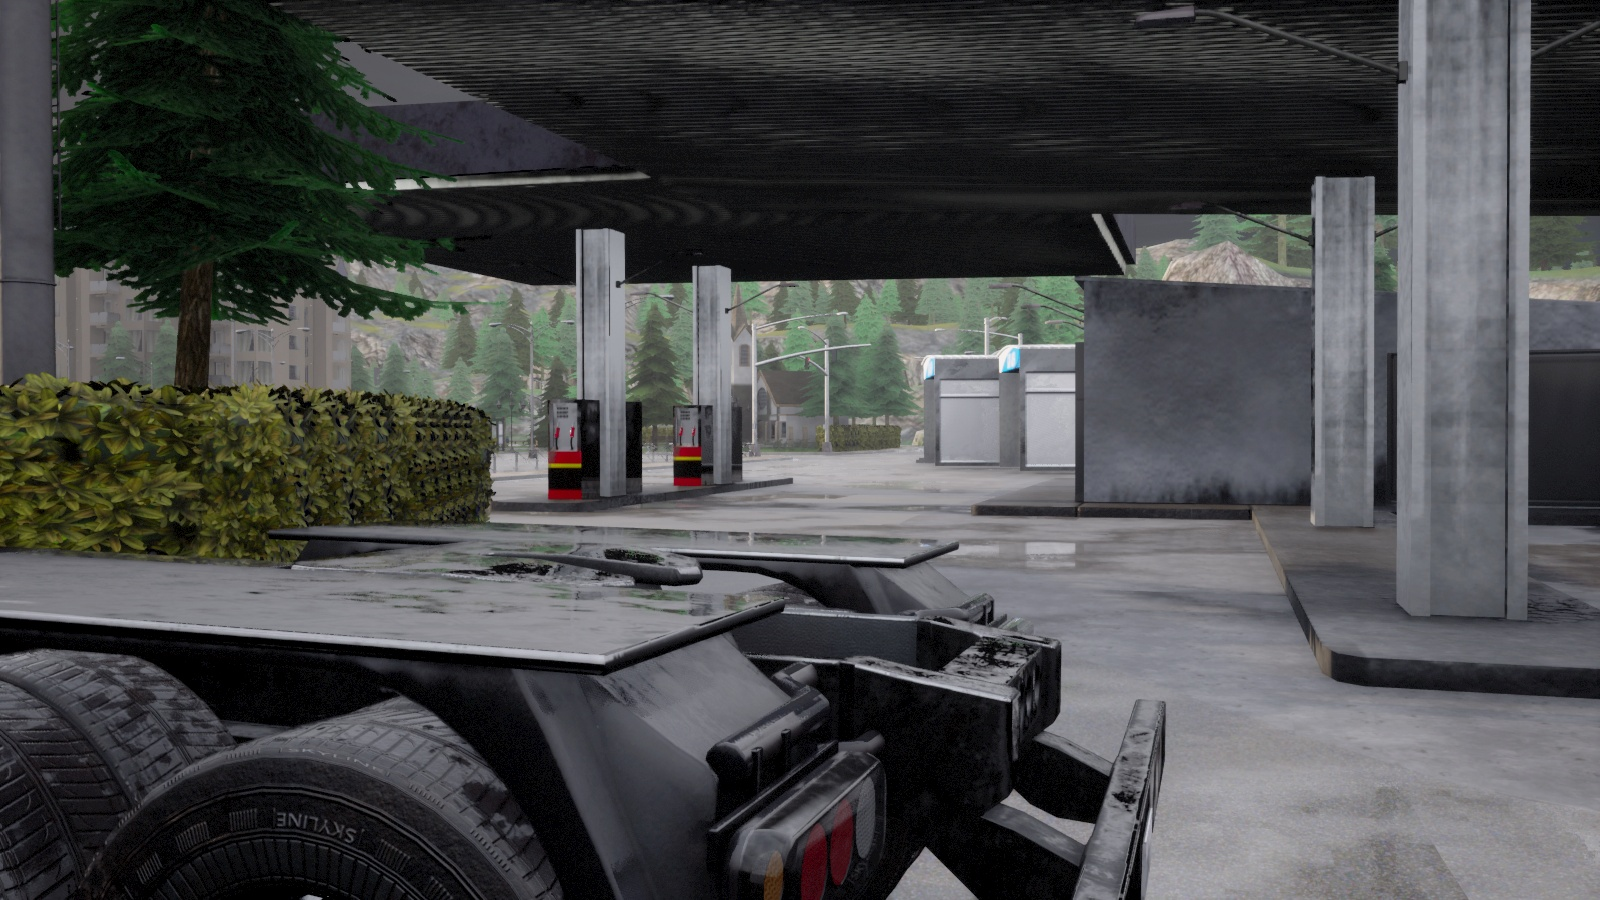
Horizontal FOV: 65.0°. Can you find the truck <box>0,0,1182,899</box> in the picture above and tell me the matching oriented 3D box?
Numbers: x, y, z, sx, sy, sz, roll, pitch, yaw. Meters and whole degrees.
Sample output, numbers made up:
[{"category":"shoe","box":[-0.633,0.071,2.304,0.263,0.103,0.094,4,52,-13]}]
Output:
[{"category":"truck","box":[-2.955,-0.168,4.152,7.936,3.462,2.891,1,0,18]}]
